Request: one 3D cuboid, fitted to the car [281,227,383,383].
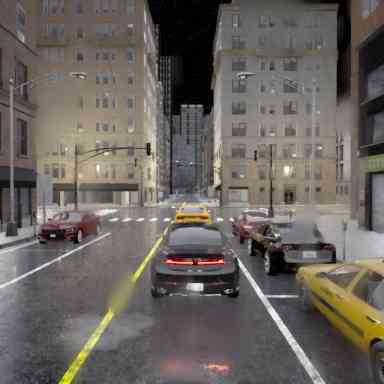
[{"bbox_3d":[2.868,1.524,4.782,1.752,1.417,4.829,-1,0,0],"label":"car"}]

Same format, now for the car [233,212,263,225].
[{"bbox_3d":[2.883,1.577,15.784,1.802,1.307,4.206,-1,0,0],"label":"car"}]

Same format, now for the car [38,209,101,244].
[{"bbox_3d":[-5.662,1.539,15.792,1.887,1.381,4.507,-1,0,0],"label":"car"}]

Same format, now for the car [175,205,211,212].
[{"bbox_3d":[0.053,1.471,18.977,1.882,1.535,5.008,0,0,1],"label":"car"}]

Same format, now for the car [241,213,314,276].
[{"bbox_3d":[2.876,1.563,10.198,1.947,1.339,4.313,-1,0,0],"label":"car"}]

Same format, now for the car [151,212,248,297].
[{"bbox_3d":[0.073,1.502,8.546,1.837,1.490,4.892,0,0,0],"label":"car"}]
